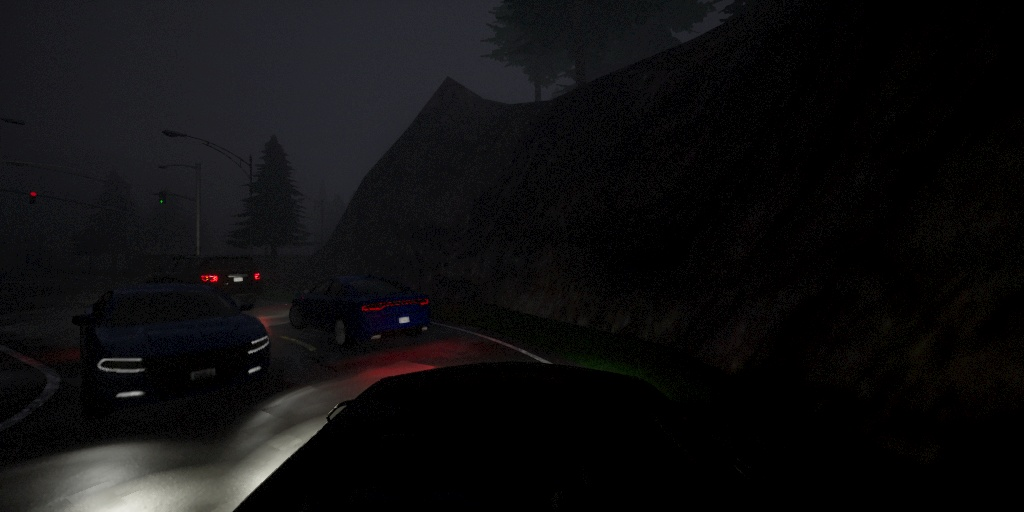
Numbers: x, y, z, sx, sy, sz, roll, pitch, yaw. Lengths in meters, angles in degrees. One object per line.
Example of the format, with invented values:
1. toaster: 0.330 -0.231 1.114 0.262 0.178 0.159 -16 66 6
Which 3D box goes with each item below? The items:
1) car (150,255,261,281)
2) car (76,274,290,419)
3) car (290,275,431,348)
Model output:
1. car: -12.648 0.971 14.647 5.566 2.045 2.150 0 0 27
2. car: -5.857 1.227 6.120 5.008 1.535 1.882 0 -1 39
3. car: -4.129 1.228 9.418 5.008 1.535 1.882 0 0 43
